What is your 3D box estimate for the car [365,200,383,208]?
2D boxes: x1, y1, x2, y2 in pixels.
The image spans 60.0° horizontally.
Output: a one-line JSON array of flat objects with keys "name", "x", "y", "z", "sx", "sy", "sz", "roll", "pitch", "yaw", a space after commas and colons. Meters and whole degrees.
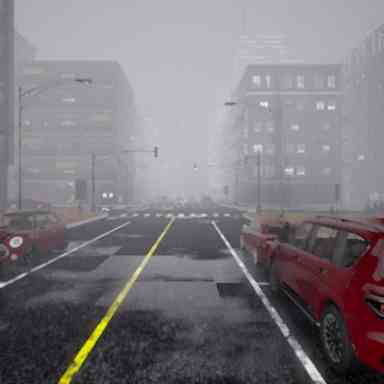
[{"name": "car", "x": 20.854, "y": 1.625, "z": 35.785, "sx": 4.097, "sy": 1.590, "sz": 1.967, "roll": 1, "pitch": -1, "yaw": 0}]

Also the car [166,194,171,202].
[{"name": "car", "x": -5.670, "y": 1.321, "z": 65.637, "sx": 1.887, "sy": 1.381, "sz": 4.507, "roll": 1, "pitch": 0, "yaw": 0}]

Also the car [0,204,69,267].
[{"name": "car", "x": -5.679, "y": 1.401, "z": 11.064, "sx": 1.967, "sy": 1.590, "sz": 4.097, "roll": 1, "pitch": 0, "yaw": 0}]

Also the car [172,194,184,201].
[{"name": "car", "x": -2.985, "y": 1.273, "z": 78.869, "sx": 2.033, "sy": 1.411, "sz": 5.357, "roll": 0, "pitch": 0, "yaw": 0}]

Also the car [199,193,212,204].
[{"name": "car", "x": 2.710, "y": 1.339, "z": 60.098, "sx": 1.887, "sy": 1.381, "sz": 4.507, "roll": 1, "pitch": 0, "yaw": 0}]

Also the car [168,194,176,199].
[{"name": "car", "x": -5.665, "y": 1.239, "z": 93.255, "sx": 2.008, "sy": 1.369, "sz": 4.403, "roll": 1, "pitch": 0, "yaw": 0}]

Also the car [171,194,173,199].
[{"name": "car", "x": -5.666, "y": 1.231, "z": 87.561, "sx": 1.752, "sy": 1.417, "sz": 4.829, "roll": 1, "pitch": 0, "yaw": 0}]

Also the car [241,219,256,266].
[{"name": "car", "x": 2.700, "y": 1.506, "z": 11.062, "sx": 1.887, "sy": 1.381, "sz": 4.507, "roll": 1, "pitch": 0, "yaw": 0}]

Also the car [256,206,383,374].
[{"name": "car", "x": 2.701, "y": 1.296, "z": 5.501, "sx": 2.192, "sy": 1.841, "sz": 5.009, "roll": 1, "pitch": 0, "yaw": 0}]

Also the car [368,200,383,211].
[{"name": "car", "x": 26.266, "y": 1.846, "z": 44.138, "sx": 4.829, "sy": 1.417, "sz": 1.752, "roll": 1, "pitch": -1, "yaw": 0}]

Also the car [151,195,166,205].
[{"name": "car", "x": -5.672, "y": 1.339, "z": 54.420, "sx": 1.752, "sy": 1.417, "sz": 4.829, "roll": 1, "pitch": 0, "yaw": 0}]

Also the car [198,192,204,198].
[{"name": "car", "x": 2.712, "y": 1.217, "z": 65.622, "sx": 1.967, "sy": 1.590, "sz": 4.097, "roll": 1, "pitch": 0, "yaw": 0}]

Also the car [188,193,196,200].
[{"name": "car", "x": 0.019, "y": 1.249, "z": 85.943, "sx": 2.033, "sy": 1.411, "sz": 5.357, "roll": 0, "pitch": 0, "yaw": 0}]

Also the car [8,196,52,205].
[{"name": "car", "x": -17.245, "y": 1.136, "z": 35.467, "sx": 4.507, "sy": 1.381, "sz": 1.887, "roll": 1, "pitch": -1, "yaw": 0}]
